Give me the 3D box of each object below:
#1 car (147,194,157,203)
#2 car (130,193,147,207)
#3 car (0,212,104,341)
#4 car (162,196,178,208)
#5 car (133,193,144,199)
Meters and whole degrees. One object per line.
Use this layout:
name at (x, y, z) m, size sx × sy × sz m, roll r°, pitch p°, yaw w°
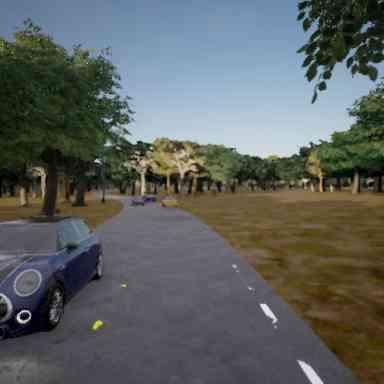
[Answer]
car at (-7.909, 1.182, 63.015) m, size 1.882 × 1.535 × 5.008 m, roll 0°, pitch 1°, yaw -14°
car at (-7.912, 1.318, 48.344) m, size 1.837 × 1.490 × 4.892 m, roll 0°, pitch 1°, yaw -11°
car at (-3.286, 1.339, 6.783) m, size 2.097 × 1.767 × 4.553 m, roll 0°, pitch 0°, yaw -2°
car at (-3.018, 1.269, 44.883) m, size 1.801 × 1.575 × 5.366 m, roll 0°, pitch 0°, yaw -10°
car at (-12.861, 1.004, 80.264) m, size 1.895 × 1.301 × 4.718 m, roll -1°, pitch 1°, yaw -19°
